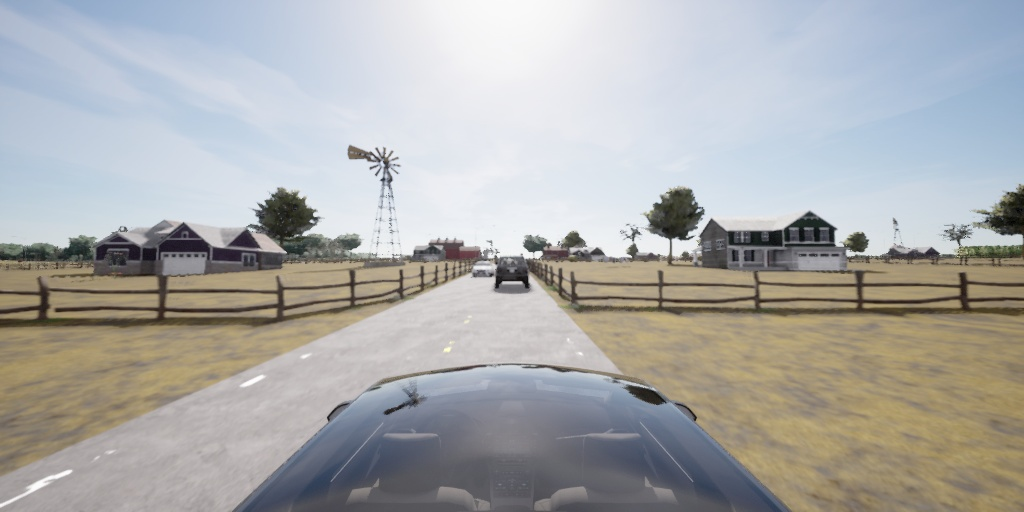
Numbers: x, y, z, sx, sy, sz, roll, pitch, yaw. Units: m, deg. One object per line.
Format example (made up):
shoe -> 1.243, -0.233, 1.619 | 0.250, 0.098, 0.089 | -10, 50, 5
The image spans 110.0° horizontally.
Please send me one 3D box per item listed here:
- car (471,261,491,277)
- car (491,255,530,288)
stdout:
car -> -2.781, 1.259, 34.885 | 1.812, 1.442, 4.674 | 0, 0, 1
car -> 0.022, 0.964, 24.022 | 2.150, 2.045, 5.566 | 0, 0, 0
